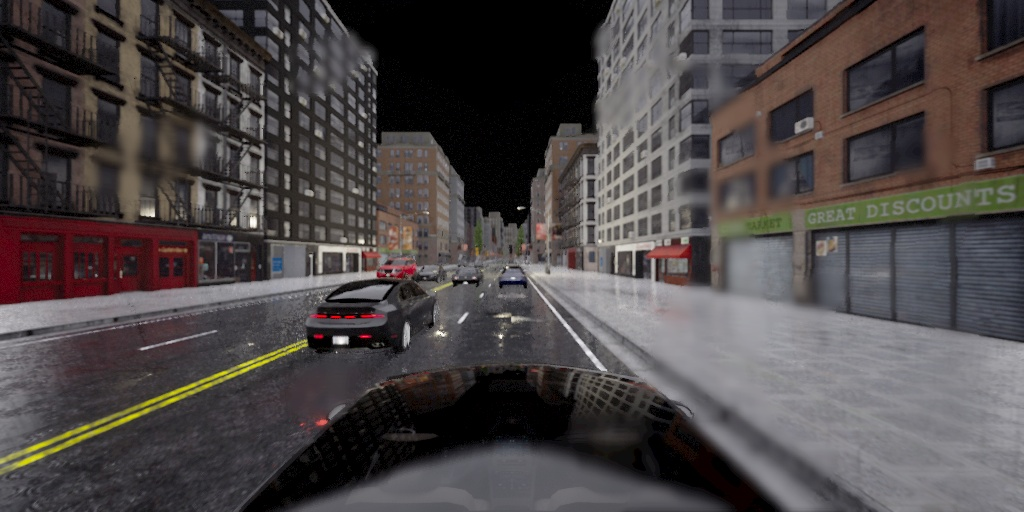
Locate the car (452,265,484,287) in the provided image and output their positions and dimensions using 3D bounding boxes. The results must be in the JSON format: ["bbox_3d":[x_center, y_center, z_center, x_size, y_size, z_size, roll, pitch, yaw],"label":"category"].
[{"bbox_3d":[-3.169,1.536,26.600,1.895,1.301,4.718,0,0,0],"label":"car"}]

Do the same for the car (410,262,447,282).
[{"bbox_3d":[-6.621,1.461,29.624,1.837,1.490,4.892,0,0,0],"label":"car"}]

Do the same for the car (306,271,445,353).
[{"bbox_3d":[-3.155,1.312,9.021,1.837,1.490,4.892,0,0,0],"label":"car"}]

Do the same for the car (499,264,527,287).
[{"bbox_3d":[0.077,1.498,26.309,1.994,1.385,4.181,0,0,0],"label":"car"}]

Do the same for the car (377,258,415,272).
[{"bbox_3d":[-9.872,1.190,31.266,2.150,2.045,5.566,0,0,0],"label":"car"}]
